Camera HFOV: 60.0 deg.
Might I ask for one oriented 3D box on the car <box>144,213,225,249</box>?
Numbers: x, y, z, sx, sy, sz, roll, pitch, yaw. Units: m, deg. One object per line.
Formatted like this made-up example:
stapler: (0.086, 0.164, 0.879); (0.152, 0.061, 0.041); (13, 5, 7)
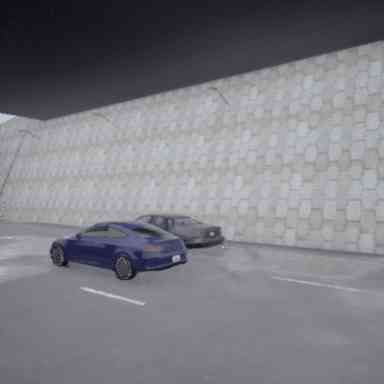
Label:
car: (-1.312, 1.583, 13.530); (5.357, 1.411, 2.033); (0, 0, 36)

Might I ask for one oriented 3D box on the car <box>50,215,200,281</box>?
car: (-2.278, 1.556, 9.905); (4.674, 1.442, 1.812); (0, 0, 35)
